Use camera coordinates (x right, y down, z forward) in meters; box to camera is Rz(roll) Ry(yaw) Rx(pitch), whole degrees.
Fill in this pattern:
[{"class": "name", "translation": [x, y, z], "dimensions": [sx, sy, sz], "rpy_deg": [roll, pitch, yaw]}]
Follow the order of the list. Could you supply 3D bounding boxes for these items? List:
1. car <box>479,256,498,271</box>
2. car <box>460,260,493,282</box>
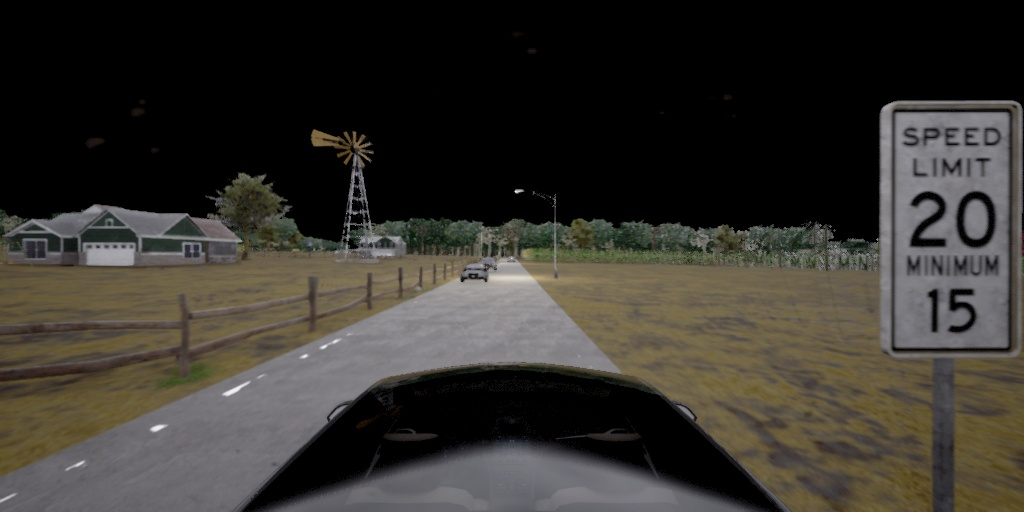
[{"class": "car", "translation": [-2.806, 0.785, 42.458], "dimensions": [2.097, 1.767, 4.553], "rpy_deg": [0, 0, 0]}, {"class": "car", "translation": [-2.798, 1.266, 27.857], "dimensions": [1.994, 1.385, 4.181], "rpy_deg": [0, 0, 0]}]
